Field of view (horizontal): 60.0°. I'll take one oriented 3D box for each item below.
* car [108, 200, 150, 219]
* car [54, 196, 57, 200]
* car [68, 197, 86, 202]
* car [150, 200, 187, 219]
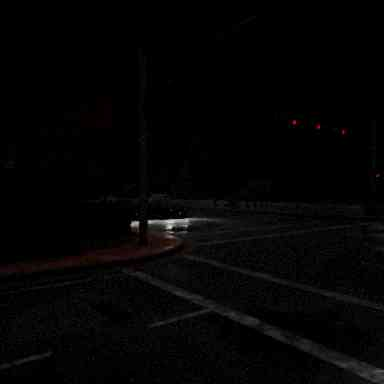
[{"bbox_3d":[-5.587,1.426,26.699,1.837,1.490,4.892,-1,0,-37],"label":"car"},{"bbox_3d":[-20.520,1.149,46.659,2.150,2.045,5.566,-1,0,-36],"label":"car"},{"bbox_3d":[-16.228,1.465,46.743,1.994,1.385,4.181,-1,0,-37],"label":"car"},{"bbox_3d":[-2.369,1.422,28.277,1.812,1.442,4.674,-1,0,-37],"label":"car"}]
